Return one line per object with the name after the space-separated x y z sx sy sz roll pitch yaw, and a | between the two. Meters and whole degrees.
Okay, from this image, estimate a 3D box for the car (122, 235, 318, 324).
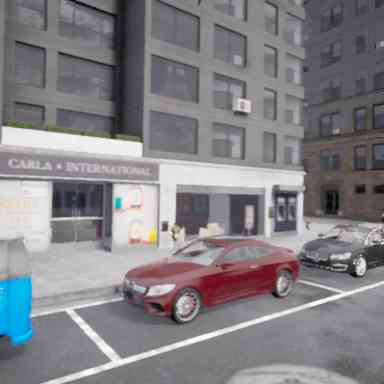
0.603 1.639 7.186 4.206 1.307 1.802 1 0 -35 | car

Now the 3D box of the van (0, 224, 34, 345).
-4.011 1.327 3.892 3.998 1.788 1.690 1 0 -35 | van

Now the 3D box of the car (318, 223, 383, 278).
5.221 1.680 10.480 4.403 1.369 2.008 1 0 -35 | car
